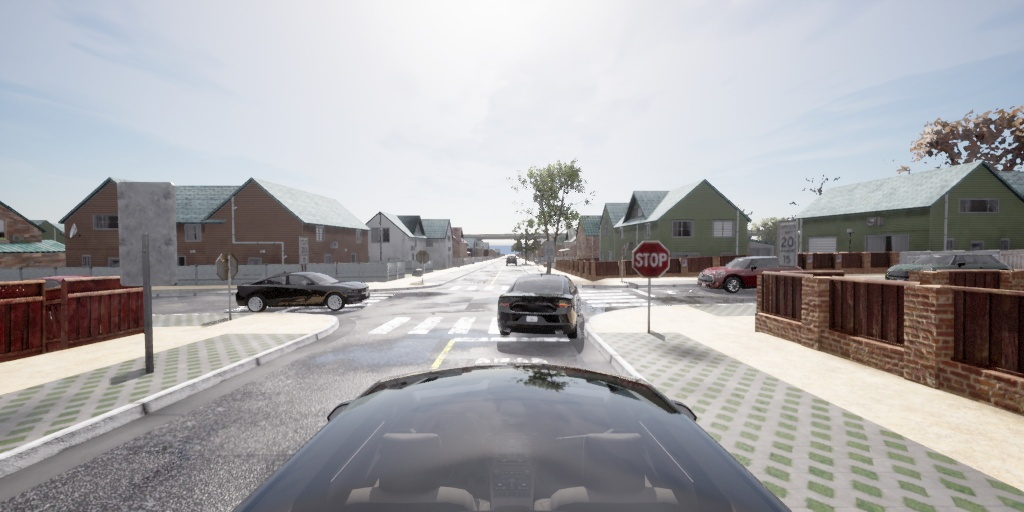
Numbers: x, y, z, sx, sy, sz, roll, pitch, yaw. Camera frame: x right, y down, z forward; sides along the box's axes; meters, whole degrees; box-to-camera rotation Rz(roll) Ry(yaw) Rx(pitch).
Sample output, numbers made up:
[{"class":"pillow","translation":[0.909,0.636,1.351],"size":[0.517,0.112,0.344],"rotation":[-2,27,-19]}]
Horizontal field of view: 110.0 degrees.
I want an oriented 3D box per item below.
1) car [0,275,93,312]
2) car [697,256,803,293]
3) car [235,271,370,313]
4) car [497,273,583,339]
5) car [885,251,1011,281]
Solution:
[{"class":"car","translation":[-18.036,1.547,14.694],"size":[5.008,1.535,1.882],"rotation":[-1,2,0]},{"class":"car","translation":[11.788,0.820,17.872],"size":[4.553,1.767,2.097],"rotation":[-1,2,0]},{"class":"car","translation":[-8.483,1.377,14.767],"size":[5.008,1.535,1.882],"rotation":[-1,2,0]},{"class":"car","translation":[0.948,1.224,10.251],"size":[1.882,1.535,5.008],"rotation":[0,0,12]},{"class":"car","translation":[21.683,0.646,17.955],"size":[4.553,1.767,2.097],"rotation":[-1,2,0]}]
